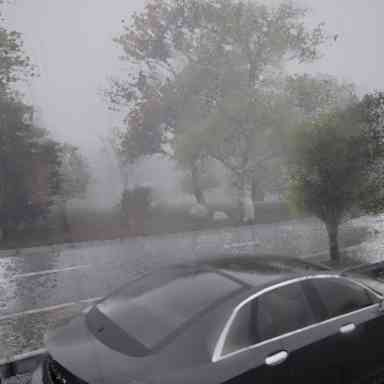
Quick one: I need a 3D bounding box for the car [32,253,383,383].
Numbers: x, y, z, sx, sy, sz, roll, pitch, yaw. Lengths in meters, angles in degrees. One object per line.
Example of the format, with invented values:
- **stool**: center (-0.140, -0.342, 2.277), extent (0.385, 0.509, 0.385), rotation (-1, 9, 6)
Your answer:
- **car**: center (0.903, 1.480, 3.774), extent (4.892, 1.490, 1.837), rotation (-1, 0, -35)
